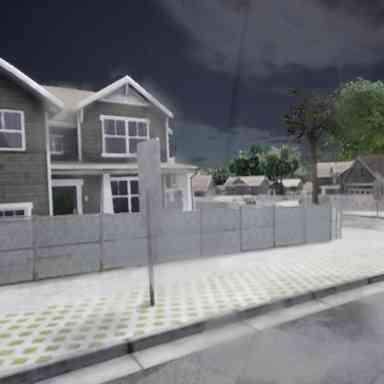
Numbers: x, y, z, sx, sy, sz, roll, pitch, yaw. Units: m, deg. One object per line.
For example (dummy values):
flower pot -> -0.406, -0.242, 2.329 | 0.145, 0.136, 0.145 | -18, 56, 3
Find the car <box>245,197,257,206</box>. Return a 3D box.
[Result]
car -> 10.517, 1.646, 59.280 | 1.837, 1.490, 4.892 | -2, 0, 11
